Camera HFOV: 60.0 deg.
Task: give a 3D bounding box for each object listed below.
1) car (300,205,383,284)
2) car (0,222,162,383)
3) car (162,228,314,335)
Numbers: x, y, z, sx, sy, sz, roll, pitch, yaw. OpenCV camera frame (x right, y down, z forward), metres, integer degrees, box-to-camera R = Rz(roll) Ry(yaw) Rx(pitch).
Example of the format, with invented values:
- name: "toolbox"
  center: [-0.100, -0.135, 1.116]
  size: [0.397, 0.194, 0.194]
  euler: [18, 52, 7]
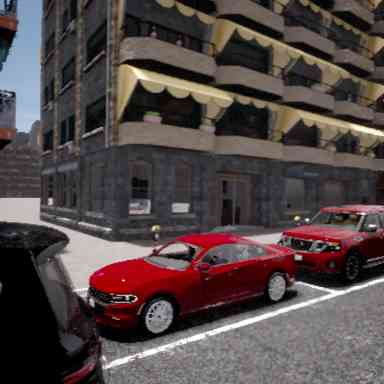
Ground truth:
- name: "car"
  center: [4.739, 1.347, 9.927]
  size: [5.009, 1.841, 2.192]
  euler: [0, 1, -36]
- name: "car"
  center: [-3.083, 1.218, 1.178]
  size: [5.566, 2.045, 2.150]
  euler: [1, 0, -35]
- name: "car"
  center: [0.205, 1.558, 6.694]
  size: [4.507, 1.381, 1.887]
  euler: [0, 1, -36]
